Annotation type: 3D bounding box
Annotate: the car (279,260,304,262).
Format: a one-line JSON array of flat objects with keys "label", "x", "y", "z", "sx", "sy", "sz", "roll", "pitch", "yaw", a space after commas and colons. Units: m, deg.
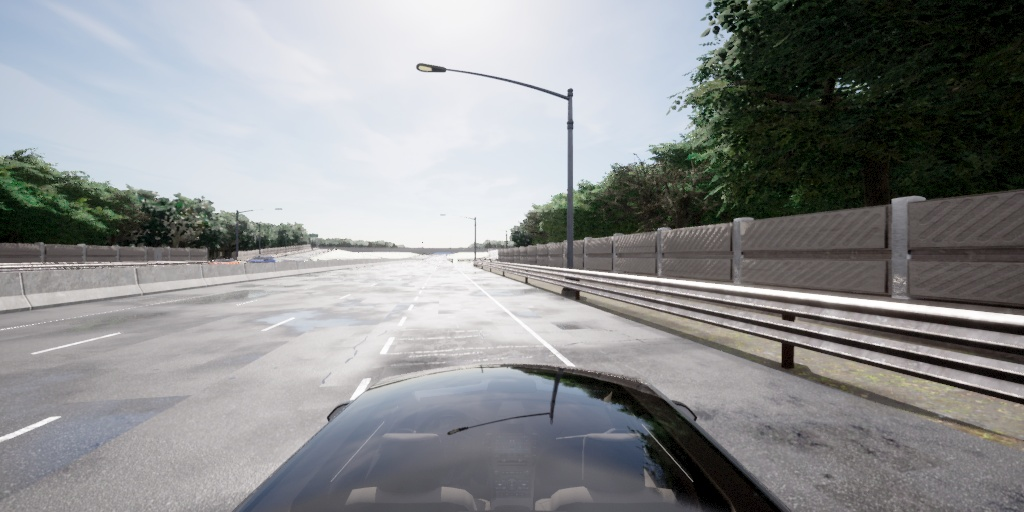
[{"label": "car", "x": -30.609, "y": 1.297, "z": 50.539, "sx": 1.837, "sy": 1.490, "sz": 4.892, "roll": 0, "pitch": -1, "yaw": -10}]
